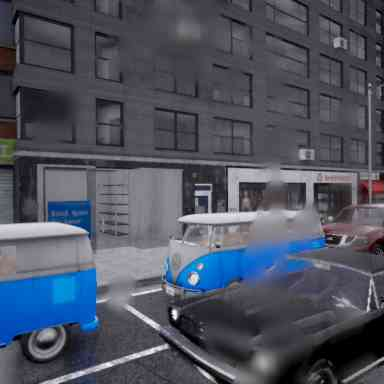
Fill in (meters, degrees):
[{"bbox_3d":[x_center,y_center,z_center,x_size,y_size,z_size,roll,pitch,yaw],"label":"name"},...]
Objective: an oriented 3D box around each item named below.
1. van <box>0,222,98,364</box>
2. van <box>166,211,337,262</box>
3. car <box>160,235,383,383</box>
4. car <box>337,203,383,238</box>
[{"bbox_3d":[-3.247,1.341,4.228,3.998,1.788,1.690,0,-1,-36],"label":"van"},{"bbox_3d":[1.292,1.340,7.484,3.998,1.788,1.690,0,-1,-36],"label":"van"},{"bbox_3d":[1.944,1.600,4.777,4.718,1.301,1.895,0,0,-36],"label":"car"},{"bbox_3d":[5.830,1.311,10.740,5.009,1.841,2.192,0,-1,-36],"label":"car"}]
